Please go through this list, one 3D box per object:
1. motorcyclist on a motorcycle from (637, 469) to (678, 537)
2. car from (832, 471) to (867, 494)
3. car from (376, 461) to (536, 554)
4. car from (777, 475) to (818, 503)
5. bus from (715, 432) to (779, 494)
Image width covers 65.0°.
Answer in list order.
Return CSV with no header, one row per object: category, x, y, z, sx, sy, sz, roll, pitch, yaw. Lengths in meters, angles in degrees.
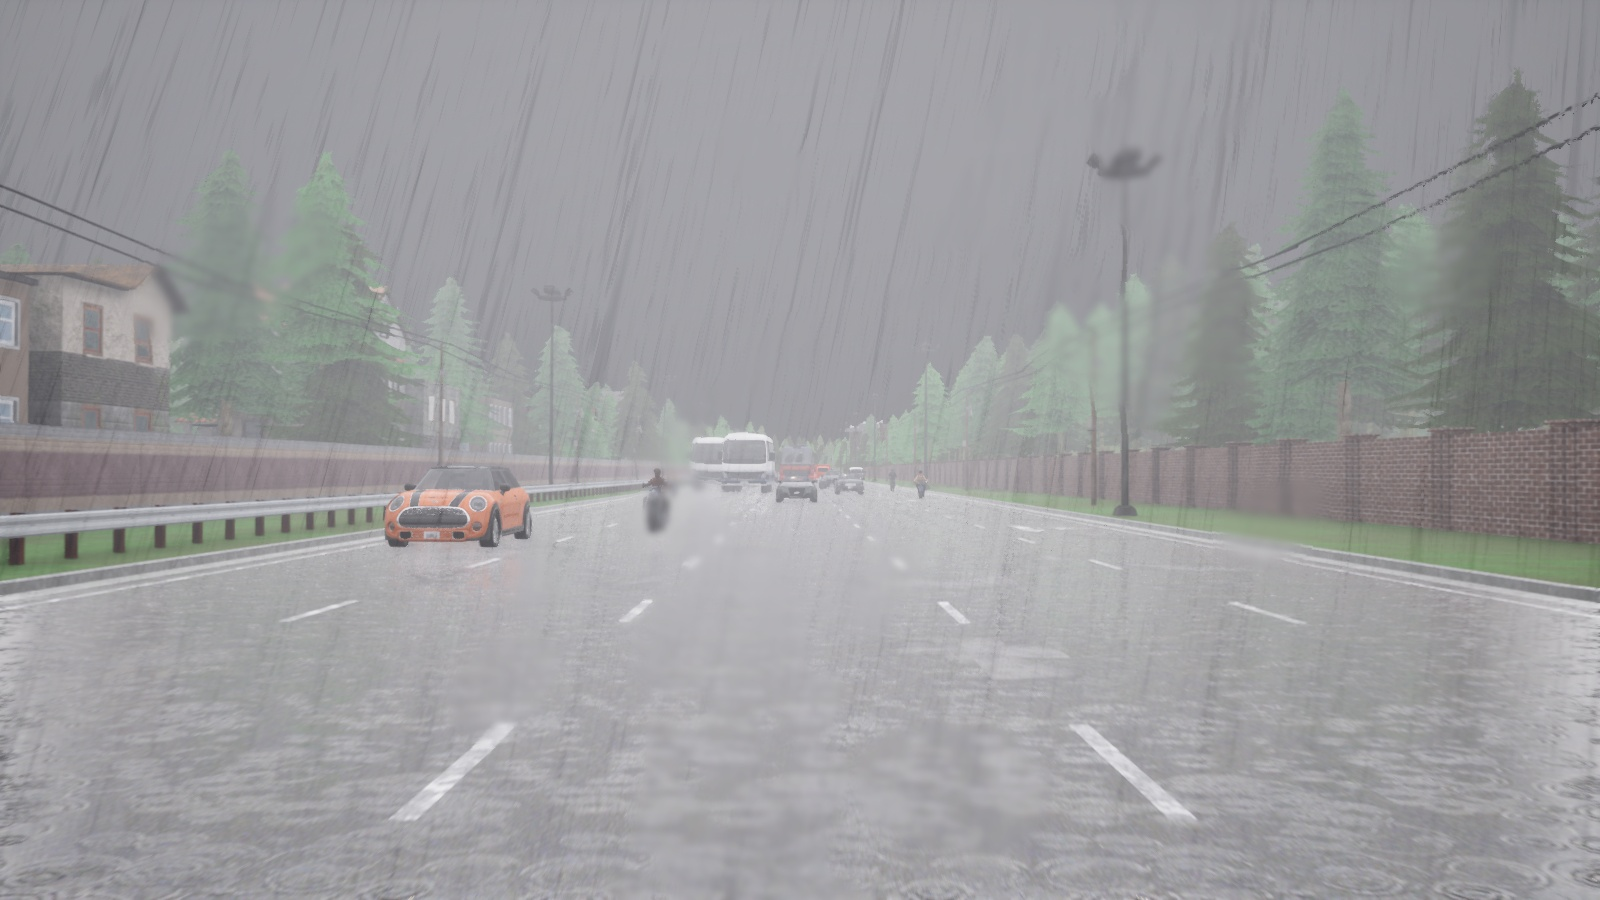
motorcyclist on a motorcycle,-3.575,1.312,31.693,0.766,1.649,2.350,0,-1,0
car,3.300,2.172,84.206,2.128,1.511,4.902,0,-1,0
car,-7.063,1.143,26.316,2.097,1.767,4.553,0,-1,0
car,-0.150,1.944,63.422,1.994,1.385,4.181,0,-1,0
bus,-3.717,0.993,91.737,3.944,4.253,10.273,0,-1,2
